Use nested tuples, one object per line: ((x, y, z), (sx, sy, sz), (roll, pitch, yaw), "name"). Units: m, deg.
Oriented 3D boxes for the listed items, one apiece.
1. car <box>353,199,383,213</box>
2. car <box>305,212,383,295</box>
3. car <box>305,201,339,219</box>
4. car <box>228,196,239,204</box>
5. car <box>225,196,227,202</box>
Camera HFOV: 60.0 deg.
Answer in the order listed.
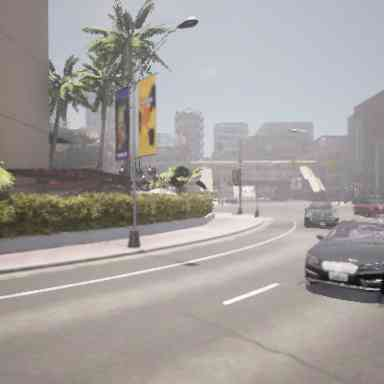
((17.842, 1.512, 33.197), (2.097, 1.767, 4.553), (0, 0, 6), "car")
((4.656, 1.537, 8.968), (2.128, 1.511, 4.902), (0, 0, 39), "car")
((9.010, 1.478, 23.208), (2.097, 1.767, 4.553), (0, 0, 19), "car")
((10.102, 1.978, 77.817), (2.097, 1.535, 5.008), (0, 0, 2), "car")
((10.253, 1.896, 84.242), (2.185, 1.767, 4.553), (0, 0, 2), "car")
